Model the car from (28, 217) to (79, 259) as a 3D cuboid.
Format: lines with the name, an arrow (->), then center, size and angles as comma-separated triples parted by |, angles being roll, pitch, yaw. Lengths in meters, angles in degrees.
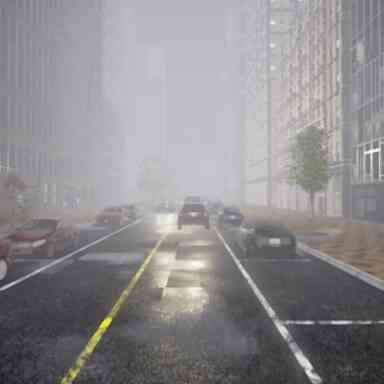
car -> -5.685, 1.669, 12.878 | 1.802, 1.307, 4.206 | 0, 0, 0

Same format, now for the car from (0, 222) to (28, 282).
car -> -5.686, 1.594, 7.185 | 1.887, 1.381, 4.507 | 0, 0, 0

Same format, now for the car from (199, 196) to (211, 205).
car -> 2.713, 1.739, 69.791 | 2.192, 1.841, 5.009 | 0, 0, 0

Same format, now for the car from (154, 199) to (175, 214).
car -> -3.082, 1.812, 38.562 | 1.994, 1.385, 4.181 | 0, 0, 0

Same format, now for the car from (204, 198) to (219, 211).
car -> 2.706, 1.738, 47.022 | 1.967, 1.590, 4.097 | 0, 0, 0

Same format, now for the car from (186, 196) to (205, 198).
car -> 0.106, 1.481, 40.569 | 2.150, 2.045, 5.566 | 0, 0, 0

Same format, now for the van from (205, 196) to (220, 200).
van -> 2.704, 1.606, 41.332 | 1.690, 1.788, 3.998 | 0, 0, 0

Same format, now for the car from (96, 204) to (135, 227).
car -> -5.681, 1.705, 24.263 | 1.887, 1.381, 4.507 | 0, 0, 0

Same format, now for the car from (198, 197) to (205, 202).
car -> 2.718, 2.067, 92.728 | 1.752, 1.417, 4.829 | 0, 0, 0

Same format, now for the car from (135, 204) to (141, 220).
car -> -5.680, 1.762, 29.955 | 1.947, 1.339, 4.313 | 0, 0, 0

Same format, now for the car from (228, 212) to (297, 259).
car -> 2.696, 1.652, 12.868 | 1.947, 1.339, 4.313 | 0, 0, 0

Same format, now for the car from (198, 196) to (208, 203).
car -> 2.716, 1.798, 81.176 | 2.192, 1.841, 5.009 | 0, 0, 0

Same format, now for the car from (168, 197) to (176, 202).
car -> -5.663, 2.107, 92.573 | 1.947, 1.339, 4.313 | 0, 0, 0

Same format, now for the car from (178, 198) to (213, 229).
car -> 0.108, 1.507, 23.260 | 2.097, 1.767, 4.553 | 0, 0, 0

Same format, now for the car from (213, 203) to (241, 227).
car -> 2.699, 1.726, 24.252 | 1.947, 1.339, 4.313 | 0, 0, 0

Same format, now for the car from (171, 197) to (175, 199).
car -> -5.664, 2.064, 86.880 | 2.008, 1.369, 4.403 | 0, 0, 0

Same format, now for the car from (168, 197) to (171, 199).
car -> -5.671, 1.944, 64.111 | 2.008, 1.369, 4.403 | 0, 0, 0

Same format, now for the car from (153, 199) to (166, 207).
car -> -5.672, 1.887, 58.248 | 1.752, 1.417, 4.829 | 0, 0, 0

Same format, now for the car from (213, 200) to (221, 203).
car -> 2.702, 1.797, 35.636 | 1.947, 1.339, 4.313 | 0, 0, 0
